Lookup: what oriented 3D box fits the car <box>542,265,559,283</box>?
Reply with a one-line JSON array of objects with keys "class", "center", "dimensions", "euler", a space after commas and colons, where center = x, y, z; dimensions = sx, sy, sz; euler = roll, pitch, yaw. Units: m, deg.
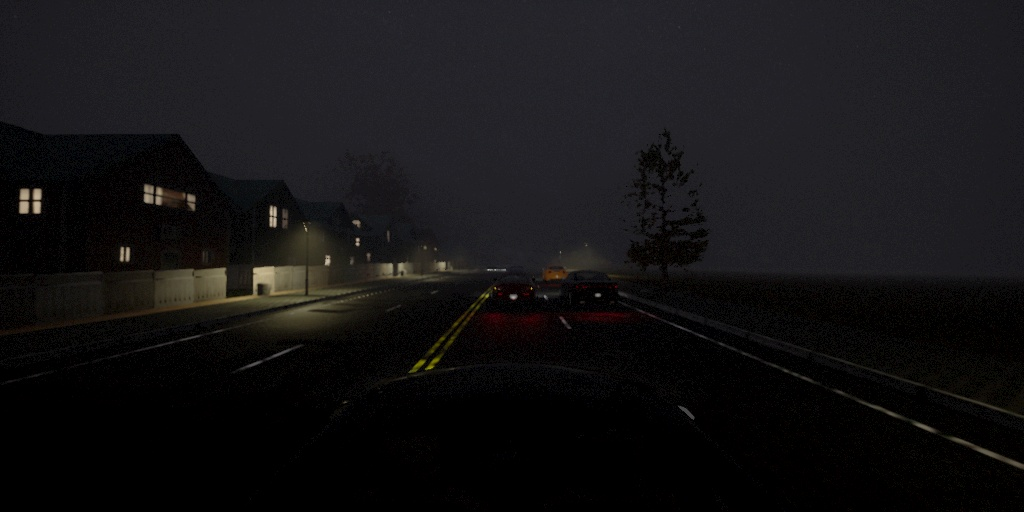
[{"class": "car", "center": [3.691, 1.509, 31.156], "dimensions": [1.882, 1.535, 5.008], "euler": [0, 0, 2]}]

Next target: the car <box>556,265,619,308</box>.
[{"class": "car", "center": [3.351, 1.364, 16.242], "dimensions": [1.882, 1.535, 5.008], "euler": [0, 0, 1]}]

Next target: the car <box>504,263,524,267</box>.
[{"class": "car", "center": [0.438, 1.559, 31.160], "dimensions": [1.812, 1.442, 4.674], "euler": [0, 0, 2]}]

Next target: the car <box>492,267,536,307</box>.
[{"class": "car", "center": [0.098, 1.412, 16.189], "dimensions": [1.812, 1.442, 4.674], "euler": [0, 0, 1]}]
